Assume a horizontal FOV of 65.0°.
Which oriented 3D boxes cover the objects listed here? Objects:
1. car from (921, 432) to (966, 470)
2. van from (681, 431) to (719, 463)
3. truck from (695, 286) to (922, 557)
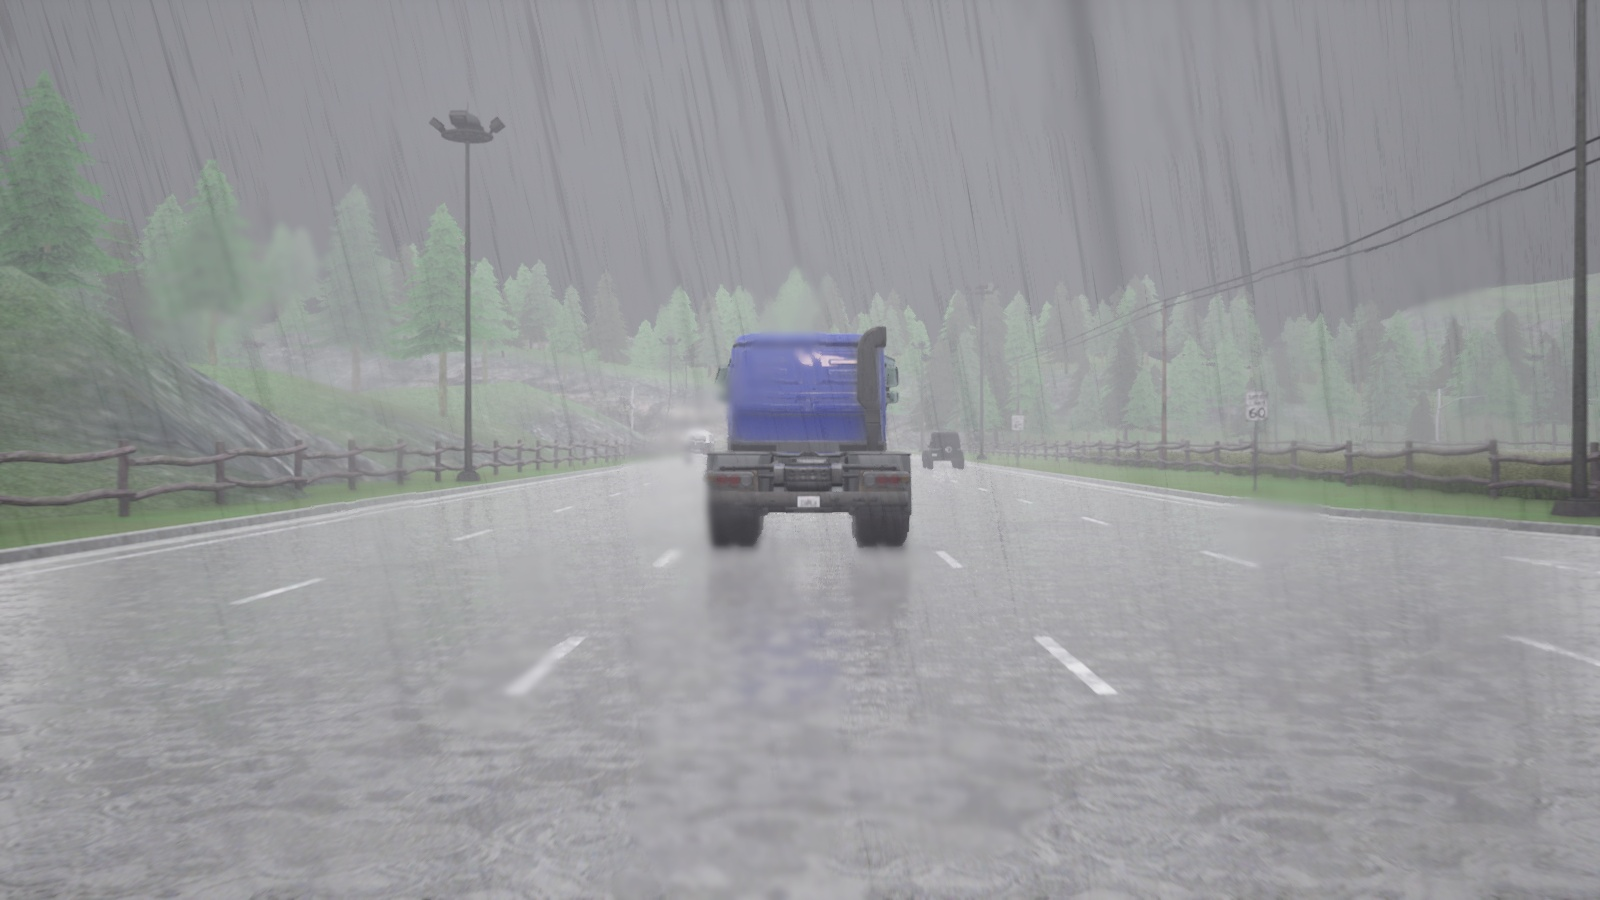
[{"bbox_3d":[7.380,0.031,64.875,1.905,1.878,3.866,0,1,0],"label":"car"},{"bbox_3d":[-6.521,-0.192,82.225,2.069,2.038,4.480,0,0,0],"label":"van"},{"bbox_3d":[0.129,-0.395,19.996,2.891,3.462,7.936,0,0,0],"label":"truck"}]
